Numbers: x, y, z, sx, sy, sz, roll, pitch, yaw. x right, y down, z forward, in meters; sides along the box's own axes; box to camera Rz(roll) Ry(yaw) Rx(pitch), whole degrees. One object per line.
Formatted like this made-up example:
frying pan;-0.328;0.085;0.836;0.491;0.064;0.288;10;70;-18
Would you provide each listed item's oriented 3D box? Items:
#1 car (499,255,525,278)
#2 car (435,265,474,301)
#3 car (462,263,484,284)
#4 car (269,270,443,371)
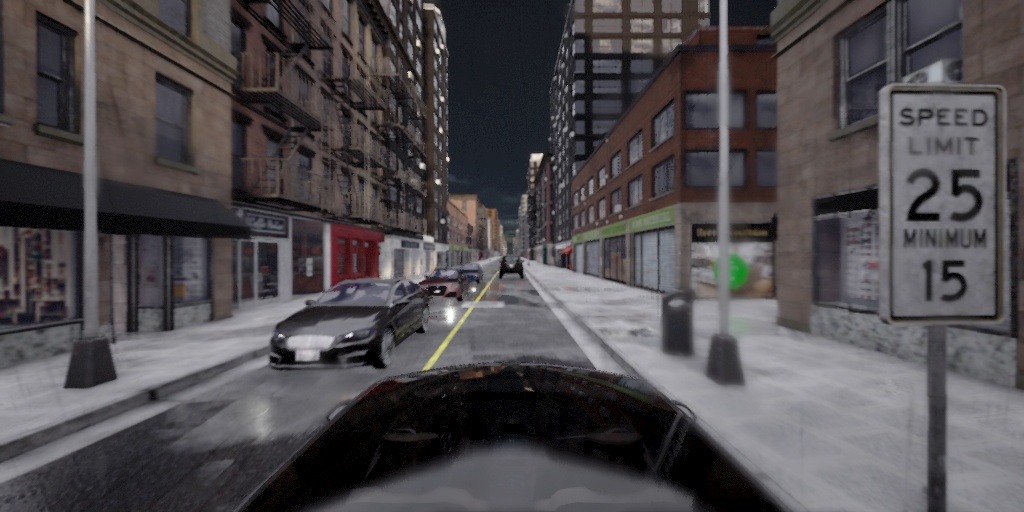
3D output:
car;-0.039;0.929;32.837;2.150;2.045;5.566;0;0;0
car;-3.152;1.306;17.127;1.994;1.385;4.181;0;0;0
car;-3.165;1.273;27.338;2.033;1.411;5.357;0;0;0
car;-3.118;1.247;7.909;2.128;1.511;4.902;0;0;0
